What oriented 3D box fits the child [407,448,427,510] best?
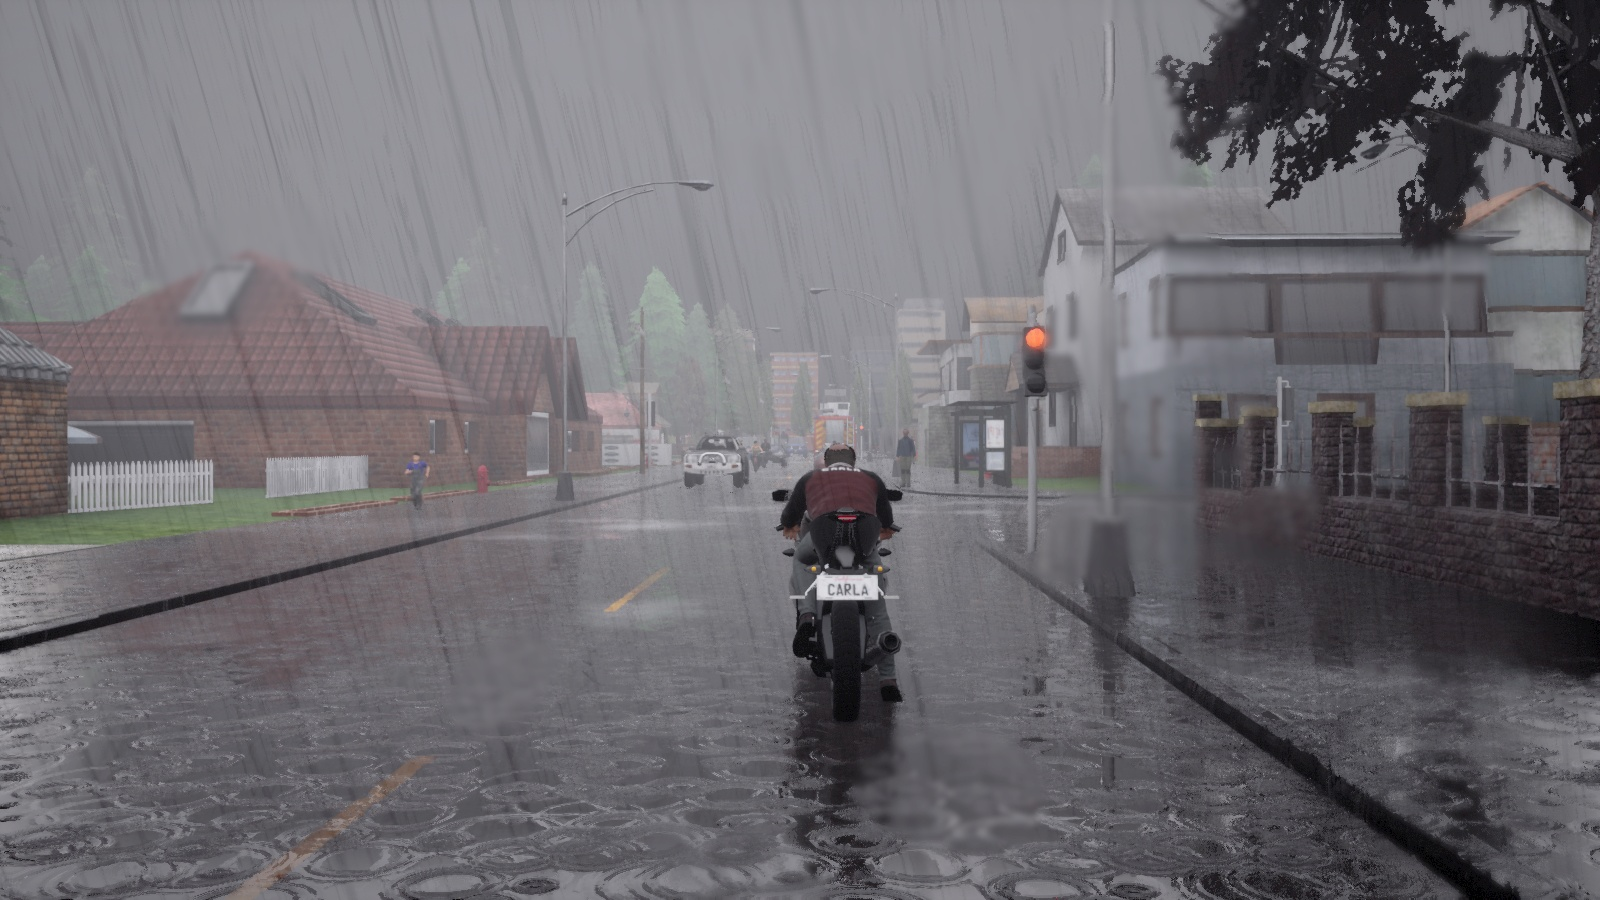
[{"bbox_3d":[-7.829,0.582,25.674,0.270,1.263,0.437,0,0,0],"label":"child"}]

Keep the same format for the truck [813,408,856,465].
[{"bbox_3d":[2.443,-0.918,88.847,2.891,3.827,8.468,0,0,1],"label":"truck"}]

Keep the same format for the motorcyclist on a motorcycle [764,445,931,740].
[{"bbox_3d":[0.244,0.739,7.623,0.866,1.530,2.191,0,0,0],"label":"motorcyclist on a motorcycle"}]

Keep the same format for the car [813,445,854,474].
[{"bbox_3d":[1.709,0.458,62.615,1.994,1.385,4.181,0,0,2],"label":"car"}]

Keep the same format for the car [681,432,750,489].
[{"bbox_3d":[-2.827,0.318,43.095,1.932,1.855,4.605,0,0,2],"label":"car"}]

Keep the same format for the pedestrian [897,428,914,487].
[{"bbox_3d":[3.323,0.236,39.458,0.402,1.842,0.726,0,0,16],"label":"pedestrian"}]

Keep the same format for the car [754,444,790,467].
[{"bbox_3d":[-1.776,0.335,81.004,2.033,1.411,5.357,0,0,2],"label":"car"}]
